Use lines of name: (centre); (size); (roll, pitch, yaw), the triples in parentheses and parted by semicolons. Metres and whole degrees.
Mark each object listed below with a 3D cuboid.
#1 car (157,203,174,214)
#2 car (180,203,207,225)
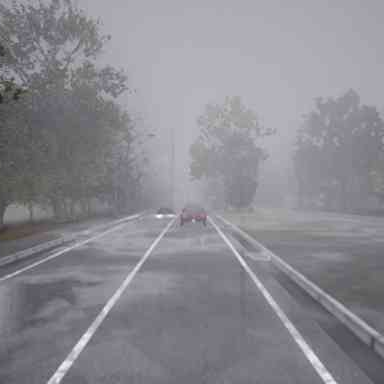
car: (-3.331, 2.130, 42.411); (1.895, 1.301, 4.718); (0, -1, 0)
car: (0.106, 1.747, 25.321); (1.895, 1.301, 4.718); (0, -1, 0)
